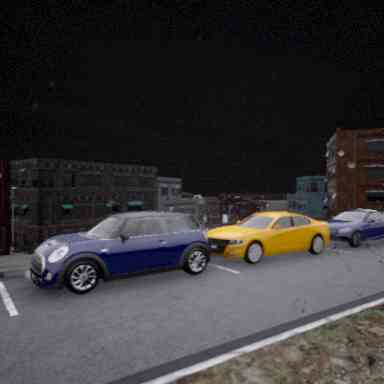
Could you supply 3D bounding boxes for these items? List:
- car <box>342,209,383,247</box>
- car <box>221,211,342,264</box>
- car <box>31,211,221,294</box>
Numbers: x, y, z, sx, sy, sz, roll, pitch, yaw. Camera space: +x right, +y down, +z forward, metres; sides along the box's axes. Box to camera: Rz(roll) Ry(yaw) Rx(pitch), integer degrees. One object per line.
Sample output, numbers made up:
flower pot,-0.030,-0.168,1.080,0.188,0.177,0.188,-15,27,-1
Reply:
car,7.501,1.516,14.948,4.674,1.452,2.002,0,0,-32
car,2.829,1.473,11.955,5.008,1.535,2.097,0,0,-33
car,-1.757,1.345,8.876,4.553,1.767,2.185,0,0,-34
